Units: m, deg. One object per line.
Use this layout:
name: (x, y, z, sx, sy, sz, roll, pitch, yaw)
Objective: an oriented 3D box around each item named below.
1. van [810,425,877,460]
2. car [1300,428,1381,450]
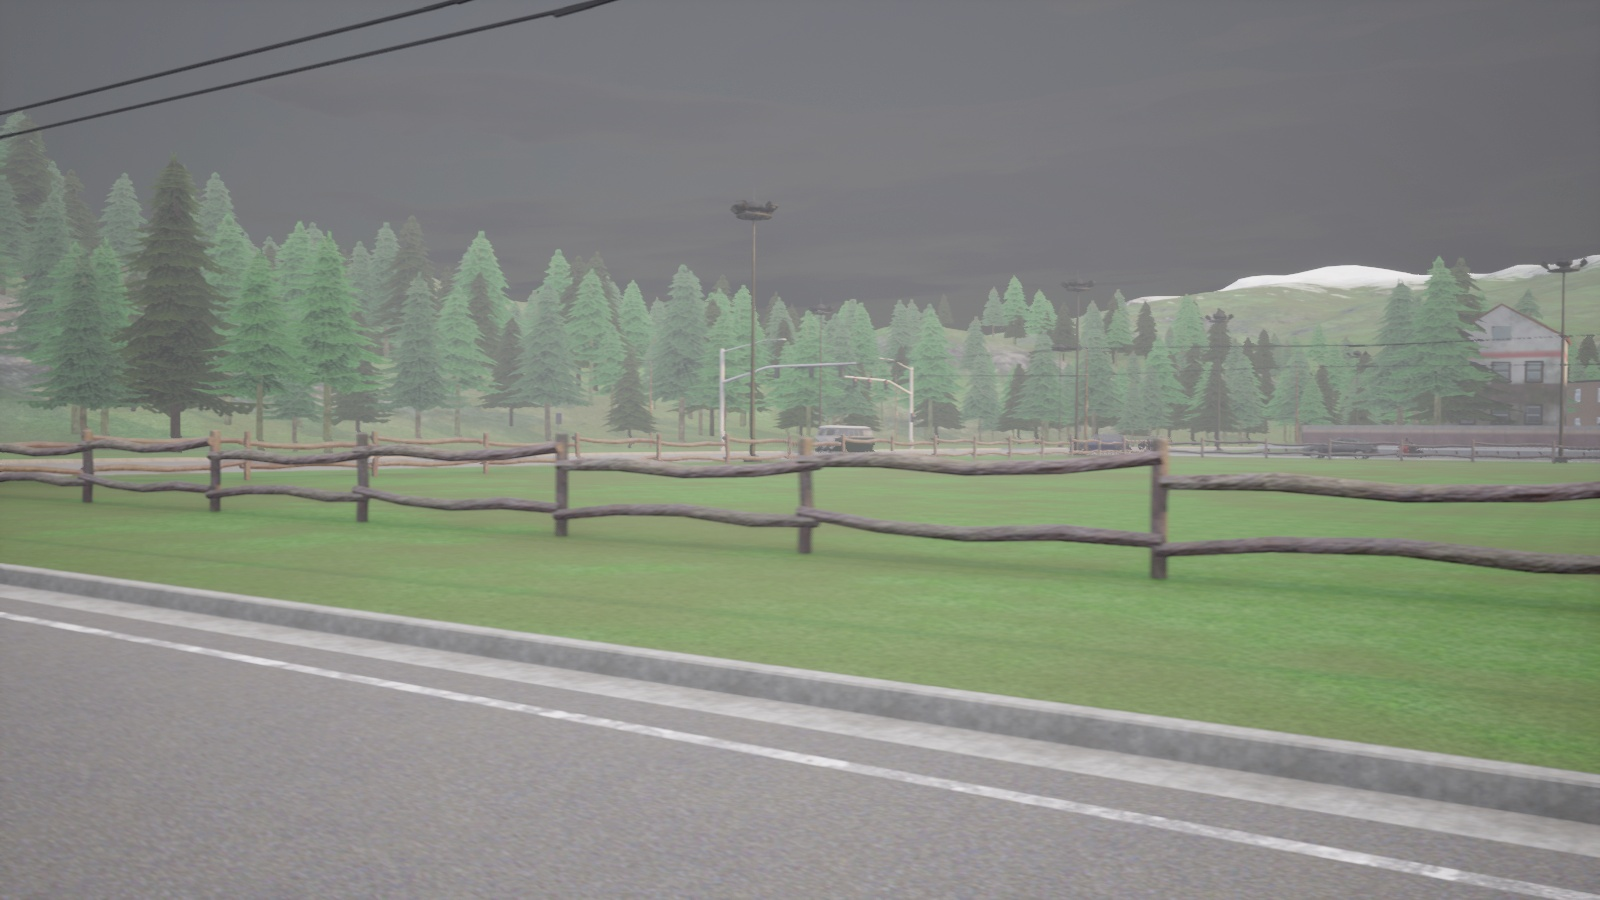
van: (2.572, -0.482, 73.412, 1.775, 1.987, 4.442, 0, 1, 34)
car: (37.302, -0.760, 86.727, 4.892, 1.490, 1.837, 0, 1, 34)
